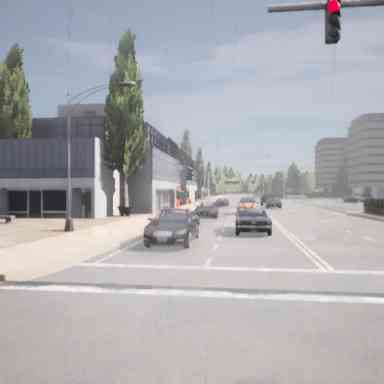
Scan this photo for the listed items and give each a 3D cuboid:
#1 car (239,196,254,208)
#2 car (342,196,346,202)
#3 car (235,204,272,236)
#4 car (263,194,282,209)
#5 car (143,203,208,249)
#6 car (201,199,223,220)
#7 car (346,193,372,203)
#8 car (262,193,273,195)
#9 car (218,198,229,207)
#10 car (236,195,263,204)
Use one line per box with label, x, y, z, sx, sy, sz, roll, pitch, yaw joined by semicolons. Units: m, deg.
car;8.065;1.459;49.488;2.128;1.511;4.902;0;0;8
car;31.833;1.066;64.745;4.605;1.855;1.932;0;0;7
car;3.344;1.584;18.384;1.895;1.301;4.718;0;0;8
car;10.929;1.446;44.591;2.128;1.511;4.902;0;0;9
car;-0.742;1.482;14.696;2.128;1.511;4.902;0;0;8
car;1.269;1.543;28.217;1.994;1.385;4.181;0;0;8
car;31.428;1.071;61.879;3.866;1.878;1.905;0;0;7
car;12.367;1.167;54.631;2.150;2.045;5.566;0;0;8
car;4.546;1.525;49.643;1.994;1.385;4.181;0;0;9
car;5.411;1.324;32.284;2.097;1.767;4.553;0;0;8
